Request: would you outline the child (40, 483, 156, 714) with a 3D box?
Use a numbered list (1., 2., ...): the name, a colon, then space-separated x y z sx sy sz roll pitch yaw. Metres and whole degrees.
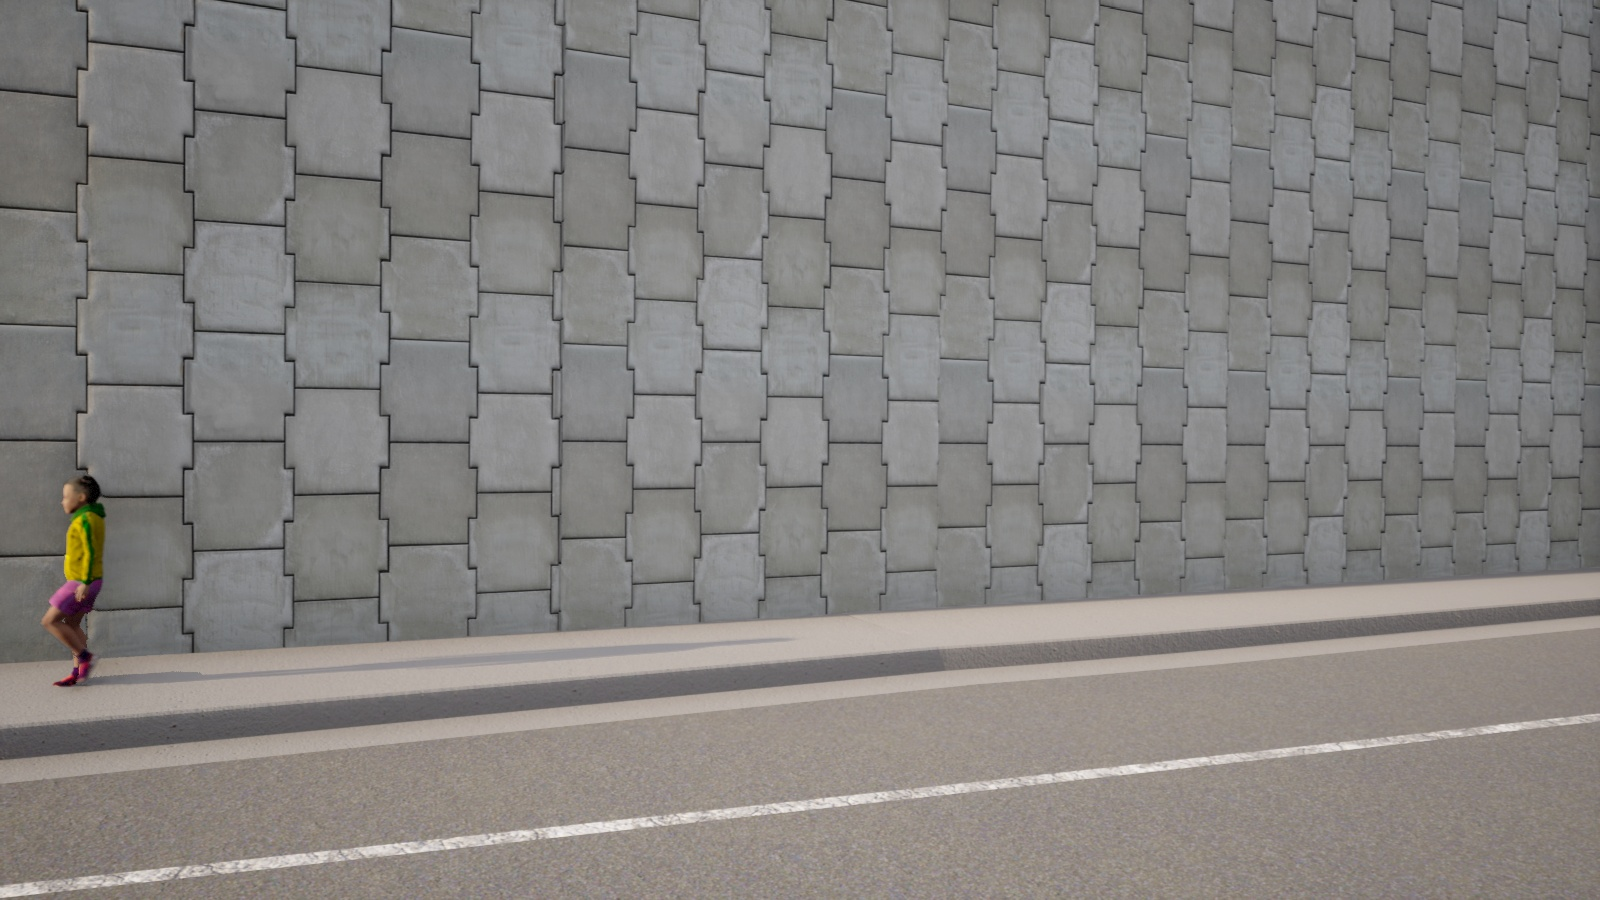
1. child: -3.705 0.765 6.645 0.473 1.160 0.299 -1 1 -20
